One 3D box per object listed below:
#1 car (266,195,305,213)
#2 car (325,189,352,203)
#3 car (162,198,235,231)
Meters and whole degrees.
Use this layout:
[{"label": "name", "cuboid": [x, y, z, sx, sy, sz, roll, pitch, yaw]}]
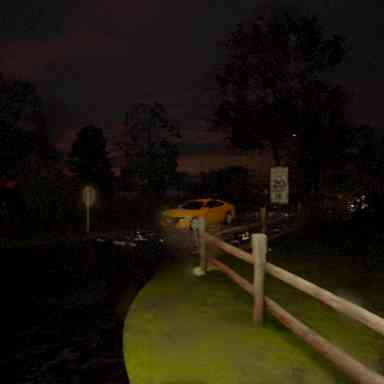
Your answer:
[{"label": "car", "cuboid": [7.662, 0.910, 27.171, 1.994, 1.385, 4.181, 0, 1, 39]}, {"label": "car", "cuboid": [16.991, 0.428, 38.532, 1.882, 1.535, 5.008, 0, 1, 40]}, {"label": "car", "cuboid": [0.459, 1.135, 18.368, 1.882, 1.535, 5.008, 0, 2, 39]}]
